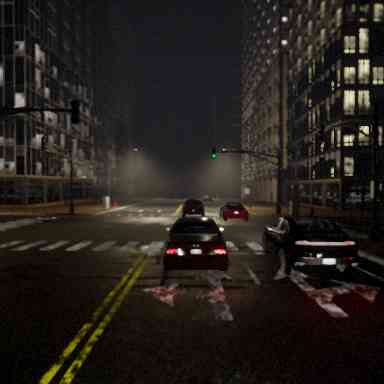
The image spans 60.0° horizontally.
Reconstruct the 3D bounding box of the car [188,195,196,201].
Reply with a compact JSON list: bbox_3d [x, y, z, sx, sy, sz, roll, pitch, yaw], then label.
[{"bbox_3d":[0.014,1.461,81.013,1.994,1.385,4.181,0,0,0],"label":"car"}]

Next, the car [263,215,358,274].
[{"bbox_3d":[3.476,1.484,10.557,2.128,1.511,4.902,0,0,3],"label":"car"}]

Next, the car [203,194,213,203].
[{"bbox_3d":[3.263,1.515,69.573,1.895,1.301,4.718,0,0,0],"label":"car"}]

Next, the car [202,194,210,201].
[{"bbox_3d":[3.264,1.268,79.545,1.812,1.442,4.674,0,0,0],"label":"car"}]

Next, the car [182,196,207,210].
[{"bbox_3d":[0.120,1.410,30.061,1.882,1.535,5.008,0,-1,0],"label":"car"}]

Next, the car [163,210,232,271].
[{"bbox_3d":[0.102,1.540,10.845,2.033,1.411,5.357,0,0,0],"label":"car"}]

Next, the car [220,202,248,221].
[{"bbox_3d":[3.367,1.518,27.320,1.994,1.385,4.181,0,1,0],"label":"car"}]
